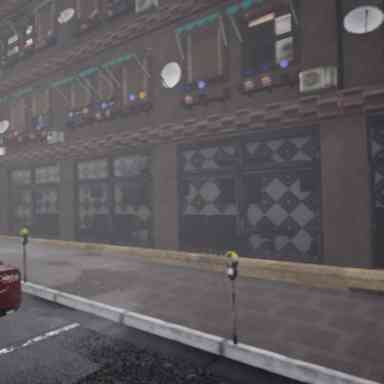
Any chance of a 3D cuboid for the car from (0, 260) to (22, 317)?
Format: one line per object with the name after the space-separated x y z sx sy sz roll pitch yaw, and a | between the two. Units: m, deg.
-5.025 1.591 6.333 4.507 1.381 1.887 0 -2 36 | car
